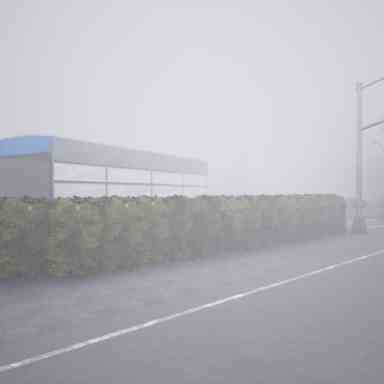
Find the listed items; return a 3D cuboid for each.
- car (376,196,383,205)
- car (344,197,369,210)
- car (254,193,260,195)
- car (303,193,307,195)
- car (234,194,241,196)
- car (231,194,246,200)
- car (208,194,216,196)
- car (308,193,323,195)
[{"bbox_3d":[31.502,1.384,53.928,3.806,1.475,1.970,0,0,-41],"label":"car"},{"bbox_3d":[19.277,1.339,39.577,4.514,1.523,2.007,0,0,-41],"label":"car"},{"bbox_3d":[16.631,1.154,82.385,5.027,1.636,2.152,0,0,-41],"label":"car"},{"bbox_3d":[24.932,1.077,72.649,3.866,1.878,1.905,0,0,-41],"label":"car"},{"bbox_3d":[8.906,1.298,63.555,4.514,1.523,2.007,0,0,-41],"label":"car"},{"bbox_3d":[12.221,1.232,87.059,3.806,1.475,1.970,0,0,-41],"label":"car"},{"bbox_3d":[4.481,1.298,85.273,4.514,1.523,2.007,0,0,-41],"label":"car"},{"bbox_3d":[27.130,1.097,70.705,4.605,1.855,1.932,0,0,-41],"label":"car"}]
